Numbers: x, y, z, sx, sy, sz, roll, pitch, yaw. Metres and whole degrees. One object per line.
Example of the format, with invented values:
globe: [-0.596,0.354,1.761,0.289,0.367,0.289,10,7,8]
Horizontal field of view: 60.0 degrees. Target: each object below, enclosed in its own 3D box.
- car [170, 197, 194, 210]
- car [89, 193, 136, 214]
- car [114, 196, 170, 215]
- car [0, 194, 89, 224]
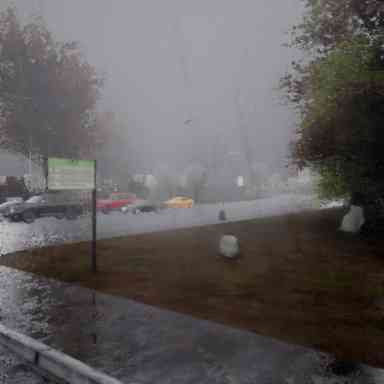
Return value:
car: [-1.771,1.393,42.634,1.882,1.535,5.008,0,0,38]
car: [-8.063,1.169,34.584,2.150,2.045,5.566,0,0,38]
car: [-4.876,1.443,32.978,2.128,1.511,4.902,0,0,38]
car: [-11.053,1.184,25.225,2.150,2.045,5.566,0,0,39]
